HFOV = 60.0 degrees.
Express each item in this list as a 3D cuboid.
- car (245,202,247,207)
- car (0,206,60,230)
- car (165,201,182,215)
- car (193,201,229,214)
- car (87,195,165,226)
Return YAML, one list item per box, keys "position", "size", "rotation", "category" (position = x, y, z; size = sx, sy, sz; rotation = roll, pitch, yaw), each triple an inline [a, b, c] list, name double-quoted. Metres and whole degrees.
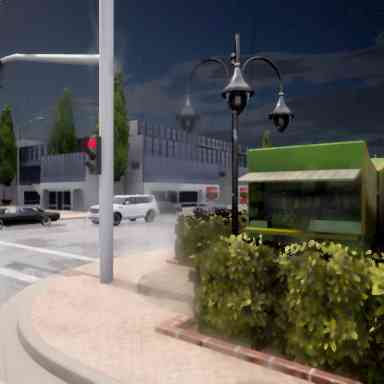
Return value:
- position: [9.491, 1.520, 48.668]
  size: [1.812, 1.442, 4.674]
  rotation: [0, 0, 37]
  category: "car"
- position: [-11.105, 1.595, 21.341]
  size: [1.895, 1.301, 4.718]
  rotation: [0, 0, 38]
  category: "car"
- position: [-3.131, 1.541, 31.919]
  size: [2.033, 1.411, 5.357]
  rotation: [0, 0, 37]
  category: "car"
- position: [1.895, 1.559, 32.778]
  size: [1.994, 1.385, 4.181]
  rotation: [0, 0, 37]
  category: "car"
- position: [-4.769, 1.216, 23.886]
  size: [2.150, 2.045, 5.566]
  rotation: [0, 0, 37]
  category: "car"
